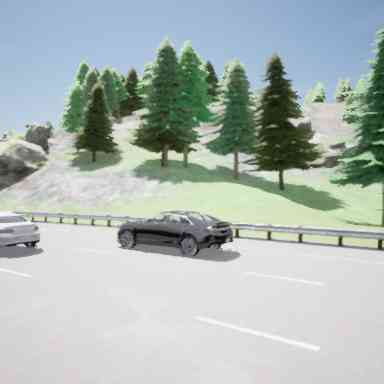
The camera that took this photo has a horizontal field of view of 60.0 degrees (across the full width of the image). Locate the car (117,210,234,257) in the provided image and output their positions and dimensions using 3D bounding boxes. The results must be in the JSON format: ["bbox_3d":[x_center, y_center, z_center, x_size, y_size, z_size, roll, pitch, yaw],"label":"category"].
[{"bbox_3d":[-0.781,1.469,12.820,4.902,1.511,2.128,0,0,33],"label":"car"}]

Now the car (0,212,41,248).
[{"bbox_3d":[-7.956,1.510,13.223,4.674,1.442,1.812,0,0,32],"label":"car"}]
